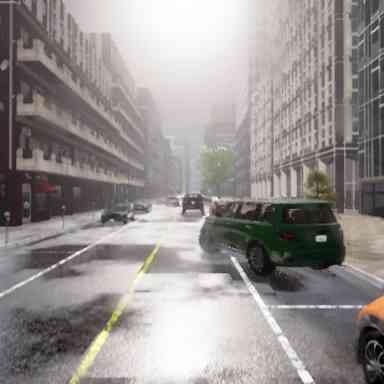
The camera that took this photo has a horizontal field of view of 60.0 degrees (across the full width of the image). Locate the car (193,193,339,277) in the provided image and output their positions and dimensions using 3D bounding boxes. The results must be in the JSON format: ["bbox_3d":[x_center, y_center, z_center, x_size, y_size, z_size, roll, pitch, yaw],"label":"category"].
[{"bbox_3d":[2.150,1.199,10.539,2.150,2.045,5.566,0,0,-21],"label":"car"}]

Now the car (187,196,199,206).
[{"bbox_3d":[0.114,1.389,52.363,1.837,1.490,4.892,0,0,0],"label":"car"}]

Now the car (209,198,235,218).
[{"bbox_3d":[2.587,1.372,29.781,1.967,1.590,4.097,1,0,0],"label":"car"}]

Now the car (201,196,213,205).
[{"bbox_3d":[2.597,1.425,58.043,2.008,1.369,4.403,1,0,0],"label":"car"}]

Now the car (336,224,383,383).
[{"bbox_3d":[2.988,1.347,2.115,2.097,1.767,4.553,0,0,0],"label":"car"}]

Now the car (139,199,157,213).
[{"bbox_3d":[-5.266,1.470,35.553,2.008,1.369,4.403,1,0,0],"label":"car"}]

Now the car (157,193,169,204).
[{"bbox_3d":[-5.250,1.400,57.969,1.752,1.417,4.829,1,0,0],"label":"car"}]

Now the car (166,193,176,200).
[{"bbox_3d":[-5.407,1.140,86.372,2.192,1.841,5.009,1,0,0],"label":"car"}]

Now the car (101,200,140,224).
[{"bbox_3d":[-5.306,1.510,24.260,1.947,1.339,4.313,1,0,0],"label":"car"}]

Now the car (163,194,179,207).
[{"bbox_3d":[-2.811,1.418,48.550,1.812,1.442,4.674,0,0,0],"label":"car"}]

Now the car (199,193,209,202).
[{"bbox_3d":[2.642,1.158,74.998,2.192,1.841,5.009,1,0,0],"label":"car"}]

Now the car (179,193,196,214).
[{"bbox_3d":[0.108,1.141,34.313,2.150,2.045,5.566,0,0,0],"label":"car"}]

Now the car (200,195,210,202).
[{"bbox_3d":[2.603,1.398,69.346,1.887,1.381,4.507,1,0,0],"label":"car"}]
